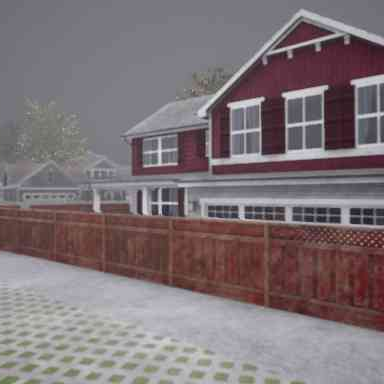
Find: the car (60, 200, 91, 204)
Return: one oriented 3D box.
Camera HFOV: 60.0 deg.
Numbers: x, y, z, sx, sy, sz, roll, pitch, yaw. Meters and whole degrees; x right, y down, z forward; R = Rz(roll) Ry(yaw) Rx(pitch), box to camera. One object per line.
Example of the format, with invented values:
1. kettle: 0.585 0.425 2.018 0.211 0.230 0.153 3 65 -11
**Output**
1. car: -11.306 1.526 30.610 4.553 1.767 2.097 0 -1 -35
